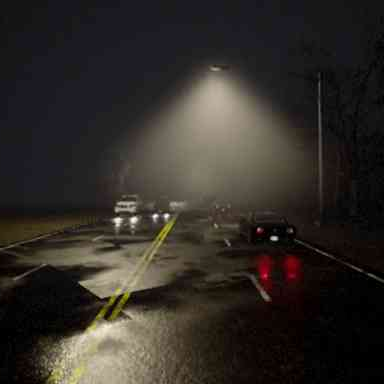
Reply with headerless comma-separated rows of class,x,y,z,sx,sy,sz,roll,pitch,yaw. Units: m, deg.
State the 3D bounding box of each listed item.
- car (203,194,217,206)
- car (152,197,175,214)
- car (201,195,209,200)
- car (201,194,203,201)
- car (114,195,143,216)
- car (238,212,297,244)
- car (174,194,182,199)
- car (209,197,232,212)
car,3.262,1.326,52.880,2.097,1.767,4.553,-1,0,0
car,-3.337,1.652,37.328,2.033,1.411,5.357,-1,0,0
car,3.284,1.394,85.899,1.812,1.442,4.674,-1,0,0
car,3.284,1.361,63.905,2.033,1.649,4.856,0,0,0
car,-6.591,1.369,35.086,2.150,2.045,5.566,-1,0,0
car,3.383,1.606,15.835,1.895,1.301,4.718,0,0,0
car,-3.227,1.225,78.771,1.837,1.490,4.892,-1,0,0
car,3.375,1.607,38.121,1.895,1.301,4.718,0,1,0
